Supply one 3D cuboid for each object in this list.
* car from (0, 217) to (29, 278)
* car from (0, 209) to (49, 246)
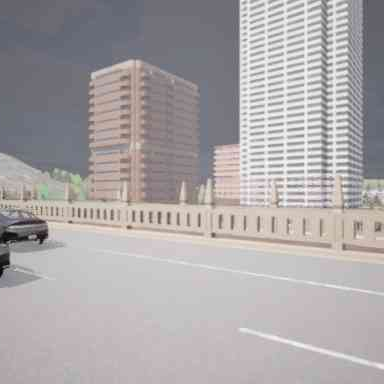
[{"bbox_3d":[-6.692,1.492,8.764,4.902,1.511,2.128,0,0,36],"label":"car"},{"bbox_3d":[-8.017,1.491,14.008,4.902,1.511,2.128,0,0,35],"label":"car"}]
